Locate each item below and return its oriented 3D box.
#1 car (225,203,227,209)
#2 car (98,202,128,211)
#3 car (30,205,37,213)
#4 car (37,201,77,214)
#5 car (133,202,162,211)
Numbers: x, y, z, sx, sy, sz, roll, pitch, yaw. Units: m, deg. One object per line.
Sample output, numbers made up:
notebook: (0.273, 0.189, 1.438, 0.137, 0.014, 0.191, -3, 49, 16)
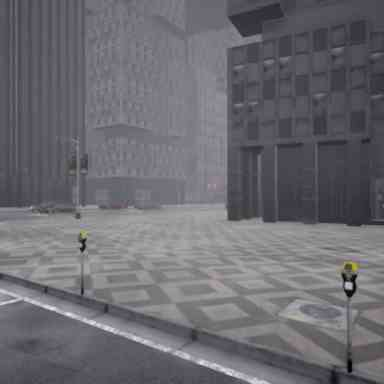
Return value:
car: (8.264, 2.453, 65.004, 2.097, 1.767, 4.553, 0, -1, 35)
car: (-12.551, 2.301, 53.056, 1.895, 1.301, 4.718, 0, -1, 36)
car: (-18.961, 1.982, 44.132, 2.128, 1.511, 4.902, 0, -1, 36)
car: (-16.654, 2.039, 41.796, 1.994, 1.385, 4.181, 0, -1, 35)
car: (-7.204, 2.330, 54.903, 2.033, 1.411, 5.357, 0, -1, 36)
